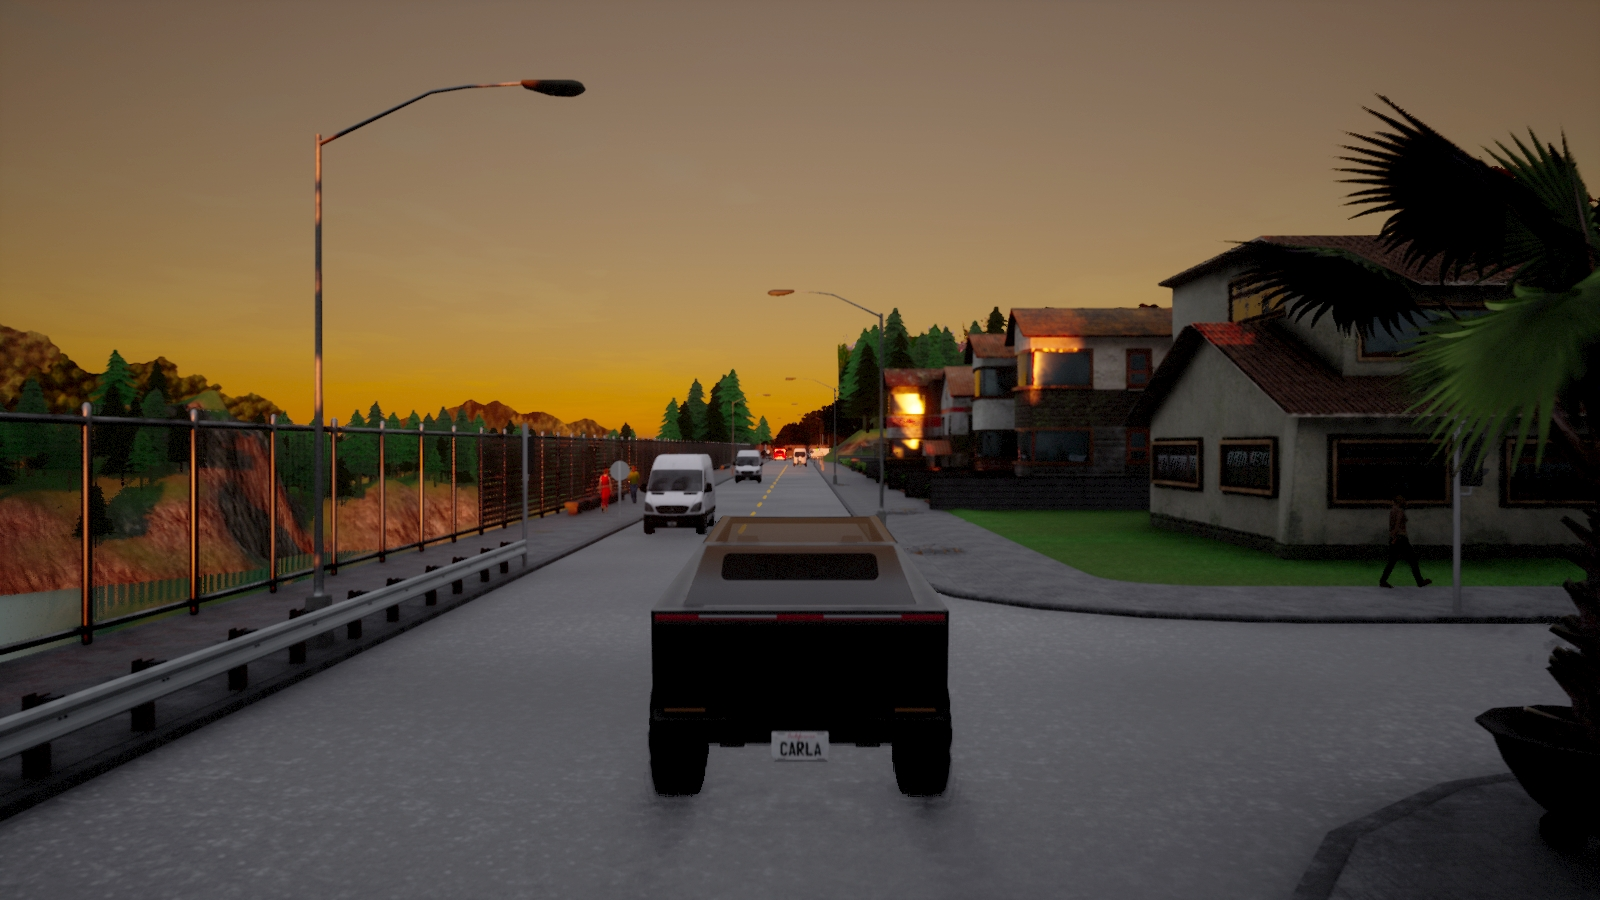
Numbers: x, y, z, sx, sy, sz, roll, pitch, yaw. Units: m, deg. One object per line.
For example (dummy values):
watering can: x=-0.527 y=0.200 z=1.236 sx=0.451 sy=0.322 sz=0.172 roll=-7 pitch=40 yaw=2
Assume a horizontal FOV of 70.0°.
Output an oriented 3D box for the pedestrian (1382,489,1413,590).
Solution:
pedestrian: x=11.220 y=1.673 z=21.467 sx=0.375 sy=1.860 sz=0.375 roll=0 pitch=0 yaw=1

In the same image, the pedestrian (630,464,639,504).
pedestrian: x=-7.785 y=1.596 z=53.616 sx=0.375 sy=1.860 sz=0.375 roll=0 pitch=0 yaw=-3

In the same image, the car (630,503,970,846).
car: x=0.000 y=1.719 z=11.155 sx=2.390 sy=2.098 sz=6.274 roll=0 pitch=0 yaw=0

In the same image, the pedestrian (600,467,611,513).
pedestrian: x=-7.870 y=1.615 z=46.132 sx=0.375 sy=1.860 sz=0.375 roll=0 pitch=0 yaw=0

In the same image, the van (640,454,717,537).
van: x=-3.996 y=1.425 z=38.567 sx=1.988 sy=2.561 sz=5.915 roll=0 pitch=0 yaw=0
